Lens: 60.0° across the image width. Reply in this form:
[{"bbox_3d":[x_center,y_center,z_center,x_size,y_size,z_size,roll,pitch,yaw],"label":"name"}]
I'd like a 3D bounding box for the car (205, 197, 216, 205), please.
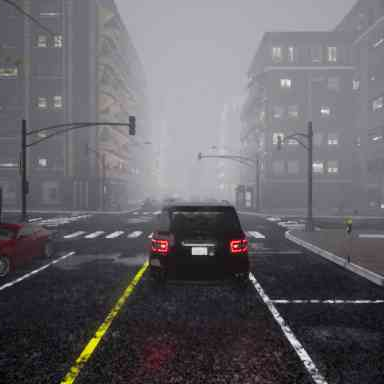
[{"bbox_3d":[3.237,1.543,59.181,1.887,1.381,4.507,0,0,1],"label":"car"}]

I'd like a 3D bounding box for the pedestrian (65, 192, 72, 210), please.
[{"bbox_3d":[-12.408,0.902,33.411,0.375,1.860,0.375,0,-1,0],"label":"pedestrian"}]

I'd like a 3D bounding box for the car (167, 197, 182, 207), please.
[{"bbox_3d":[-2.620,1.562,51.341,1.994,1.385,4.181,0,0,1],"label":"car"}]

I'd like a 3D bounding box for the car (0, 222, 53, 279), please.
[{"bbox_3d":[-5.610,1.581,9.942,1.802,1.307,4.206,0,0,1],"label":"car"}]

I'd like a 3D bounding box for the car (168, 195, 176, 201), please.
[{"bbox_3d":[-4.932,1.525,81.650,1.752,1.417,4.829,0,0,1],"label":"car"}]

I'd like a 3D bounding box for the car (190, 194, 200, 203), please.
[{"bbox_3d":[0.695,1.354,72.850,2.097,1.767,4.553,0,0,1],"label":"car"}]

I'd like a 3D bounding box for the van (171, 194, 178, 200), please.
[{"bbox_3d":[-4.824,1.340,93.098,1.690,1.788,3.998,0,0,1],"label":"van"}]

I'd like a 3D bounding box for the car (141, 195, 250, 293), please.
[{"bbox_3d":[0.168,1.221,9.029,2.150,2.045,5.566,0,0,1],"label":"car"}]

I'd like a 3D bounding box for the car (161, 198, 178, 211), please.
[{"bbox_3d":[-2.720,1.524,41.375,1.812,1.442,4.674,0,0,1],"label":"car"}]

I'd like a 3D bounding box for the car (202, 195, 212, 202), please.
[{"bbox_3d":[3.396,1.440,76.097,1.967,1.590,4.097,0,0,1],"label":"car"}]

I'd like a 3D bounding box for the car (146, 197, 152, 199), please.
[{"bbox_3d":[-5.304,1.438,42.351,1.967,1.590,4.097,0,0,1],"label":"car"}]

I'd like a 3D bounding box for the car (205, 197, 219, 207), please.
[{"bbox_3d":[3.183,1.549,53.543,2.008,1.369,4.403,0,0,1],"label":"car"}]

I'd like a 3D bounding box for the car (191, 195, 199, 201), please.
[{"bbox_3d":[0.773,1.477,82.626,1.882,1.535,5.008,0,0,1],"label":"car"}]
